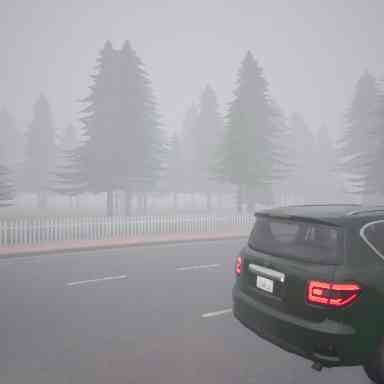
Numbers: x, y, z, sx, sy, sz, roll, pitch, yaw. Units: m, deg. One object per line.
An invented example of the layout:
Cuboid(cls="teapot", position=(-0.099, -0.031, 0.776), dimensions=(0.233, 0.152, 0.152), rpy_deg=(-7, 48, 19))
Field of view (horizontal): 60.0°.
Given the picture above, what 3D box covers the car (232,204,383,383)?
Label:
Cuboid(cls="car", position=(3.276, 1.222, 5.331), dimensions=(5.566, 2.045, 2.150), rpy_deg=(0, 0, -27))
